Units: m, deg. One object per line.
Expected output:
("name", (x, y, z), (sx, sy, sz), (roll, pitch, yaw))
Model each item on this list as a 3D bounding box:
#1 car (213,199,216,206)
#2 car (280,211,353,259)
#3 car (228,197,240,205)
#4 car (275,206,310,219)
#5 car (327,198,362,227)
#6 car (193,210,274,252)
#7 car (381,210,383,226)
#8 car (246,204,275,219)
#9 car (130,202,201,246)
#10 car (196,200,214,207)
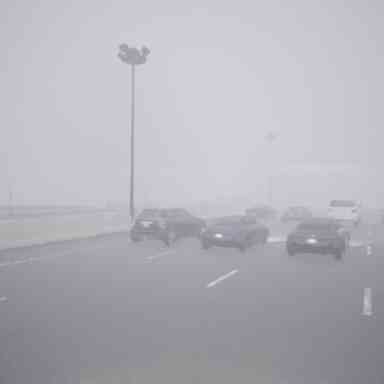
("car", (5.839, 1.976, 66.459), (2.150, 2.045, 5.566), (0, -1, 29))
("car", (5.177, 1.709, 13.464), (1.994, 1.385, 4.181), (0, -1, 29))
("car", (8.923, 1.955, 64.818), (2.150, 2.045, 5.566), (0, -1, 29))
("car", (8.727, 1.841, 27.469), (2.033, 1.411, 5.357), (0, -1, 28))
("car", (11.819, 1.498, 25.839), (2.150, 2.045, 5.566), (0, 0, 28))
("car", (2.036, 1.728, 15.013), (1.994, 1.385, 4.181), (0, -1, 29))
("car", (15.540, 1.790, 25.332), (1.812, 1.442, 4.674), (0, 0, 29))
("car", (6.460, 1.807, 30.612), (1.882, 1.535, 5.008), (0, 0, 29))
("car", (-1.024, 1.536, 16.711), (2.097, 1.767, 4.553), (0, -1, 29))
("car", (2.771, 2.329, 68.130), (1.994, 1.385, 4.181), (0, -1, 28))
